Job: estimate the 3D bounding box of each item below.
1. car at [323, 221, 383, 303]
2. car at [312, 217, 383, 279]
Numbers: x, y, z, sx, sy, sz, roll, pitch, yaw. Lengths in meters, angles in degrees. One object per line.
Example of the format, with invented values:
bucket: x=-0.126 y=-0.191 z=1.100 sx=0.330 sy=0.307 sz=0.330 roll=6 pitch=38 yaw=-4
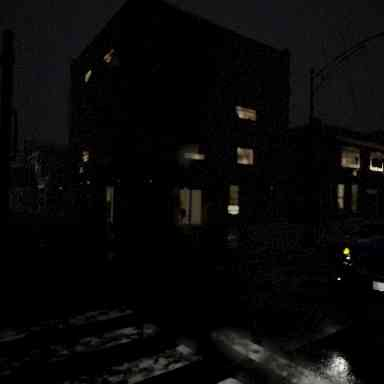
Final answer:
car: x=5.536 y=1.309 z=7.317 sx=5.566 sy=2.045 sz=2.150 roll=1 pitch=0 yaw=-35
car: x=6.174 y=1.660 z=11.039 sx=4.507 sy=1.381 sz=1.887 roll=1 pitch=1 yaw=-35
